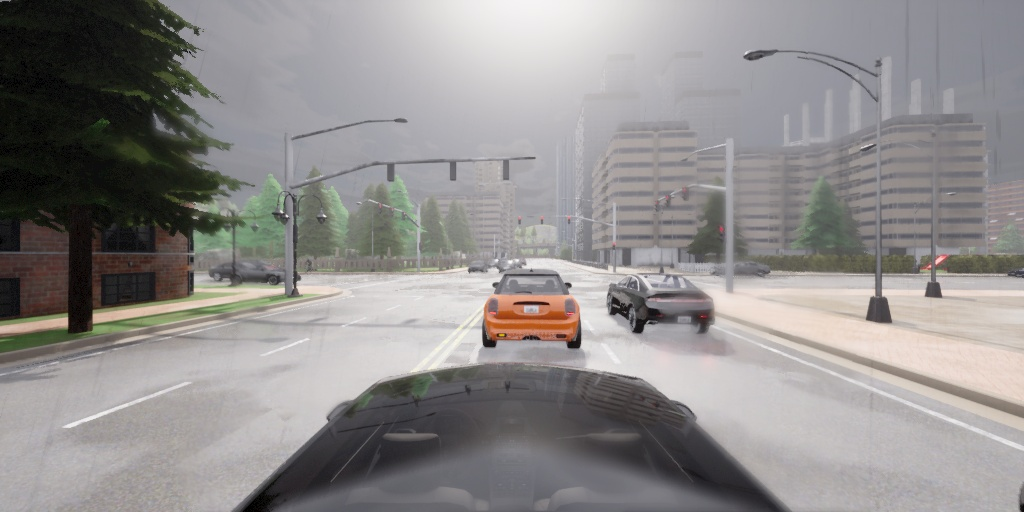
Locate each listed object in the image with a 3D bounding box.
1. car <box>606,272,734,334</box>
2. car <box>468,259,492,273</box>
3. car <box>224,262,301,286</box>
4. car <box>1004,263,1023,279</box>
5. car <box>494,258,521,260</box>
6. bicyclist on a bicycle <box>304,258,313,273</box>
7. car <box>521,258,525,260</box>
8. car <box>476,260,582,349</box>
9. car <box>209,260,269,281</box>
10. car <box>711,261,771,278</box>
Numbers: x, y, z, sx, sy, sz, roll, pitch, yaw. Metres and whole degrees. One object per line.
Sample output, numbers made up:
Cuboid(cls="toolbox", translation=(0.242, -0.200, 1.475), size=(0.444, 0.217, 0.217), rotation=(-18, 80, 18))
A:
Cuboid(cls="car", translation=(4.093, 1.241, 10.614), size=(2.128, 1.511, 4.902), rotation=(0, 0, 4))
Cuboid(cls="car", translation=(-3.949, 1.254, 42.145), size=(1.837, 1.490, 4.892), rotation=(0, 0, 4))
Cuboid(cls="car", translation=(-17.216, 1.314, 25.156), size=(4.181, 1.385, 1.994), rotation=(0, 0, 4))
Cuboid(cls="car", translation=(47.071, 1.298, 31.218), size=(5.357, 1.411, 2.033), rotation=(0, 0, 4))
Cuboid(cls="car", translation=(-0.473, 1.241, 41.725), size=(2.128, 1.511, 4.902), rotation=(0, 0, 4))
Cuboid(cls="bicyclist on a bicycle", translation=(-22.756, 1.051, 40.073), size=(0.582, 1.620, 1.656), rotation=(0, 0, 4))
Cuboid(cls="car", translation=(0.615, 1.240, 56.527), size=(2.128, 1.511, 4.902), rotation=(0, 0, 4))
Cuboid(cls="car", translation=(0.518, 1.102, 9.387), size=(2.097, 1.767, 4.553), rotation=(0, 0, 3))
Cuboid(cls="car", translation=(-21.704, 1.255, 28.993), size=(4.892, 1.490, 1.837), rotation=(0, 0, 4))
Cuboid(cls="car", translation=(21.047, 1.241, 33.124), size=(4.902, 1.511, 2.128), rotation=(0, 0, 4))
